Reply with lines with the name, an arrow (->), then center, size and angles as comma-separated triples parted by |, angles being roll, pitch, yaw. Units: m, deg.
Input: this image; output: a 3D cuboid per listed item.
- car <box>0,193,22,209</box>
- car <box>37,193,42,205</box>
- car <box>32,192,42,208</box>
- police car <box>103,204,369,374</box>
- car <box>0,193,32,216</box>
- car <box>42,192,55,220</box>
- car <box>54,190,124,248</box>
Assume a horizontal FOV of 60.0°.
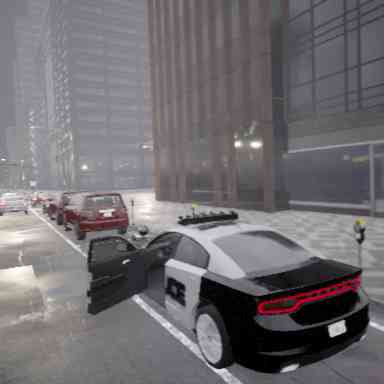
car -> -19.006, 0.862, 34.894 | 1.812, 1.442, 4.674 | -4, 3, -30
car -> -9.857, 0.961, 24.318 | 1.947, 1.339, 4.313 | -4, 3, -29
car -> -15.411, 0.666, 34.123 | 1.967, 1.590, 4.097 | -4, 3, -29
police car -> 0.222, 1.167, 5.685 | 1.930, 1.638, 5.238 | -4, 3, -29
car -> -13.976, 1.011, 26.110 | 1.812, 1.442, 4.674 | -4, 3, -29
car -> -7.094, 0.796, 19.402 | 2.192, 1.841, 5.009 | -4, 3, -29
car -> -4.319, 0.882, 14.496 | 2.192, 1.841, 5.009 | -4, 3, -29
